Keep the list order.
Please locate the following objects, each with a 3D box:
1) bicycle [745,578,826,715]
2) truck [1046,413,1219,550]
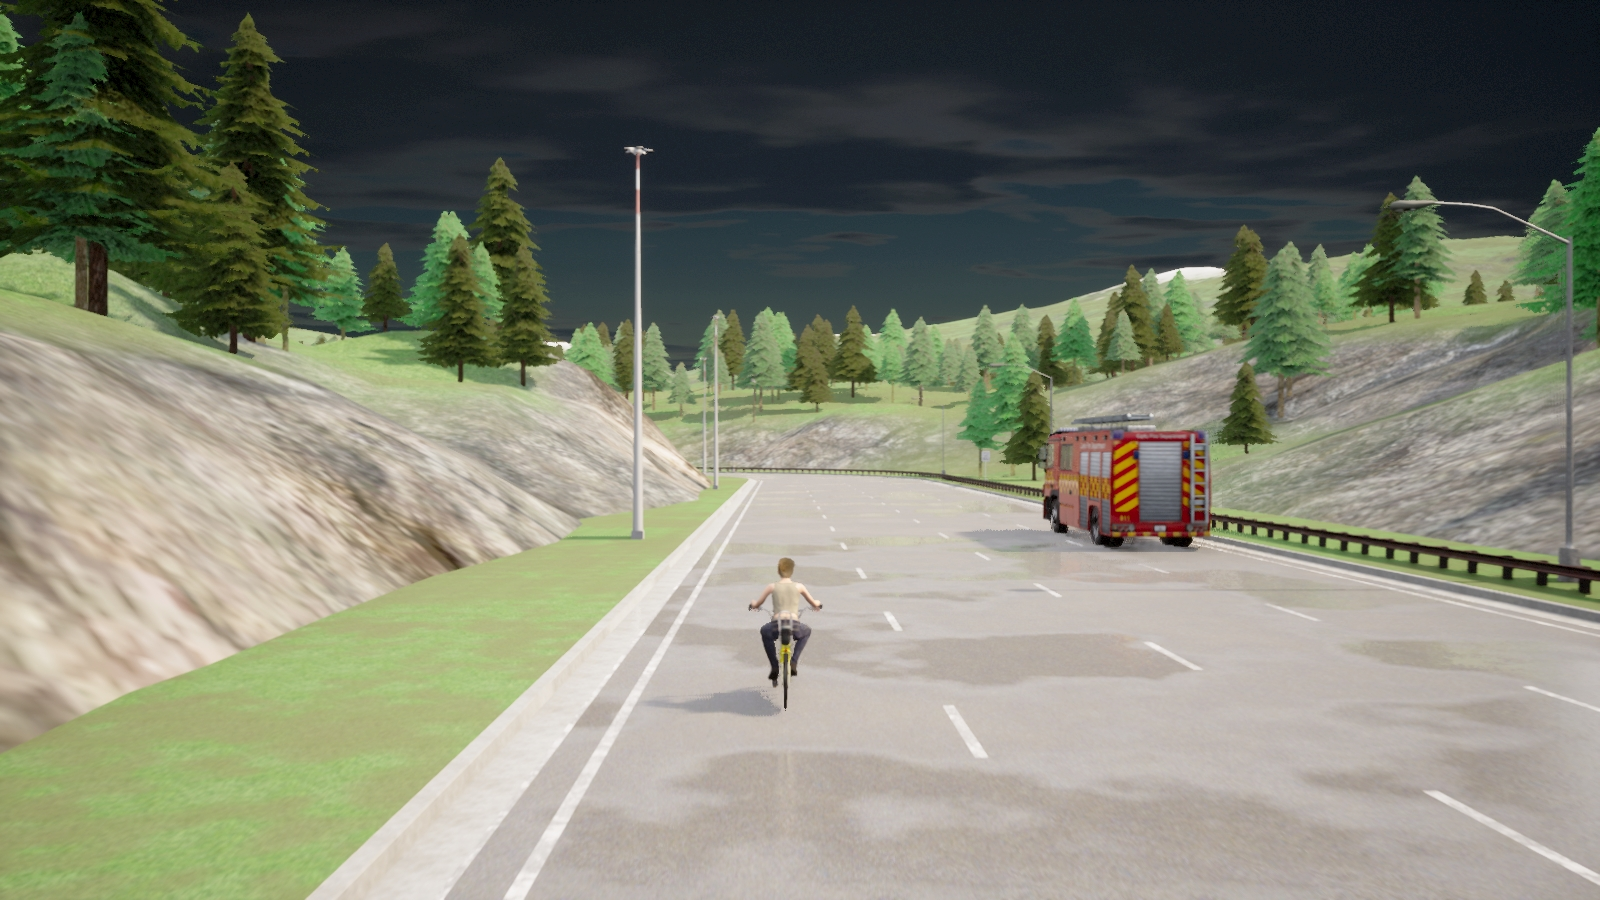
[{"bbox_3d":[-0.160,2.158,12.820,0.859,1.276,1.487,0,0,-1],"label":"bicycle"},{"bbox_3d":[10.233,0.891,36.217,2.891,3.827,8.468,0,0,-1],"label":"truck"}]
